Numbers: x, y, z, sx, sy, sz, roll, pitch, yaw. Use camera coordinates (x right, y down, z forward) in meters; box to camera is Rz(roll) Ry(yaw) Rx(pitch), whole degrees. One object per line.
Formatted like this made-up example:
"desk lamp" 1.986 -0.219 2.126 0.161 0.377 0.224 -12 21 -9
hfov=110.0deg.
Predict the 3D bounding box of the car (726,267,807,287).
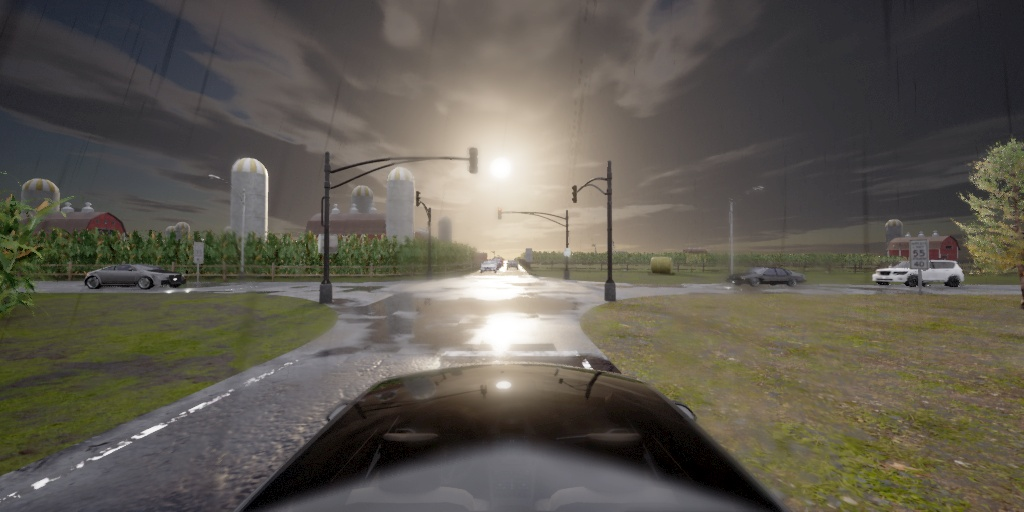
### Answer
"car" 18.685 1.526 26.366 5.357 1.411 2.033 1 -1 -8

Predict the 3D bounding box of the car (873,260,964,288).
"car" 30.782 1.316 27.225 5.566 2.045 2.150 1 -1 -4

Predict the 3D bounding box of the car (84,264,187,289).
"car" -20.965 1.118 20.094 4.181 1.385 1.994 0 -1 -3

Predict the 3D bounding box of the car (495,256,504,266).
"car" -2.864 1.298 62.624 1.882 1.535 5.008 0 0 0

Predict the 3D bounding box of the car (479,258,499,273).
"car" -2.800 1.314 43.446 1.812 1.442 4.674 0 0 -1

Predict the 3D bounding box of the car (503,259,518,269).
"car" 0.064 1.359 58.127 2.033 1.411 5.357 0 0 0

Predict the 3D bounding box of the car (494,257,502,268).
"car" -2.850 1.328 52.604 1.812 1.442 4.674 0 0 0
